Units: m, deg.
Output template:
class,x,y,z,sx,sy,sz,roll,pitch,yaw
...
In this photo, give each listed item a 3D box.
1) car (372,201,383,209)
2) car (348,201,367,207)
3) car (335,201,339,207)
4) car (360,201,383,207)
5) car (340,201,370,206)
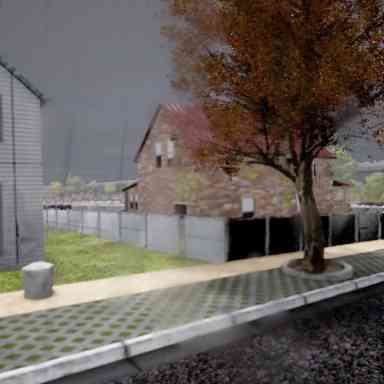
class,x,y,z,sx,sy,sz,roll,pitch,yaw
car,36.481,2.509,63.513,1.812,1.442,4.674,-1,-1,0
car,36.565,2.637,73.555,1.895,1.301,4.718,-1,-1,0
car,33.314,2.616,73.554,1.837,1.490,4.892,-1,-1,0
car,29.858,2.535,54.877,1.812,1.442,4.674,-1,-1,1
car,26.600,2.681,54.656,1.895,1.301,4.718,-1,-1,1
